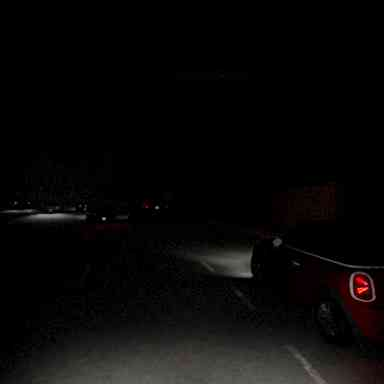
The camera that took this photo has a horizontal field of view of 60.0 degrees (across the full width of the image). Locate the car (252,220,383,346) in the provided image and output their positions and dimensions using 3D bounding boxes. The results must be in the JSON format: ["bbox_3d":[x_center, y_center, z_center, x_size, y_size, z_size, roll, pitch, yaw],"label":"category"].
[{"bbox_3d":[2.768,1.331,6.603,2.097,1.767,4.553,0,0,-8],"label":"car"}]

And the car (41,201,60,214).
[{"bbox_3d":[-15.856,1.676,37.354,1.895,1.301,4.718,0,0,-22],"label":"car"}]

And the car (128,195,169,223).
[{"bbox_3d":[-3.491,1.226,26.185,2.150,2.045,5.566,0,0,-22],"label":"car"}]

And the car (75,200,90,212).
[{"bbox_3d":[-13.034,1.657,40.150,1.895,1.301,4.718,0,0,-22],"label":"car"}]

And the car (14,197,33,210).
[{"bbox_3d":[-22.720,1.463,44.964,2.097,1.767,4.553,0,0,-22],"label":"car"}]

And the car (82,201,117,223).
[{"bbox_3d":[-7.139,1.629,25.859,1.895,1.301,4.718,0,0,-22],"label":"car"}]
